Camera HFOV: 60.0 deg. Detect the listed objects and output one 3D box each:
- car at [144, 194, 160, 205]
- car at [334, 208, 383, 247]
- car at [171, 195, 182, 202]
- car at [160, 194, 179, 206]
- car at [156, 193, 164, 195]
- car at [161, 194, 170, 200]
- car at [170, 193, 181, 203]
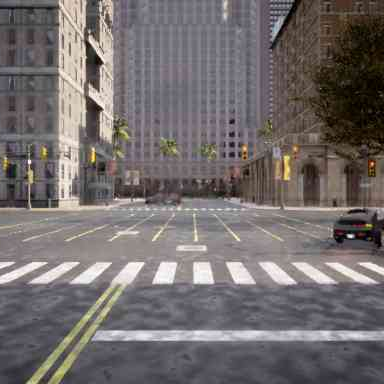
[{"bbox_3d":[-7.190,1.547,58.807,2.033,1.411,5.357,0,0,0],"label":"car"},{"bbox_3d":[8.126,1.506,15.157,1.837,1.490,4.892,-3,-2,45],"label":"car"},{"bbox_3d":[-3.486,1.525,75.809,2.128,1.511,4.902,0,0,0],"label":"car"},{"bbox_3d":[-3.687,1.491,55.253,2.128,1.511,4.902,0,0,0],"label":"car"},{"bbox_3d":[-7.022,1.225,71.732,2.150,2.045,5.566,0,0,0],"label":"car"},{"bbox_3d":[-6.890,1.301,87.080,1.837,1.490,4.892,0,0,0],"label":"car"},{"bbox_3d":[-3.613,1.216,65.393,2.150,2.045,5.566,0,1,1],"label":"car"}]
